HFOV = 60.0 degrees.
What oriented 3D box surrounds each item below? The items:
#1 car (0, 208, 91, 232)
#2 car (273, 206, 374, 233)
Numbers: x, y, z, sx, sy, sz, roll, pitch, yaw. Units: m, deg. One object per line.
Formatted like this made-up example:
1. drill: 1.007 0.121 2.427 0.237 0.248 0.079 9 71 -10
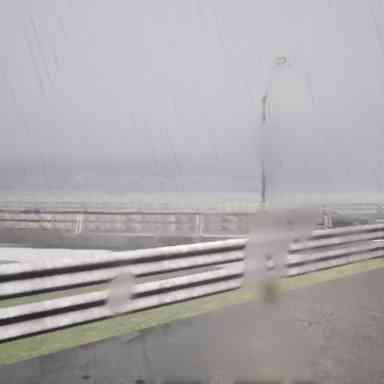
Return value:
1. car: -8.188 1.561 18.778 4.718 1.301 1.895 0 0 10
2. car: 6.694 1.466 17.120 4.902 1.511 2.128 0 0 2
